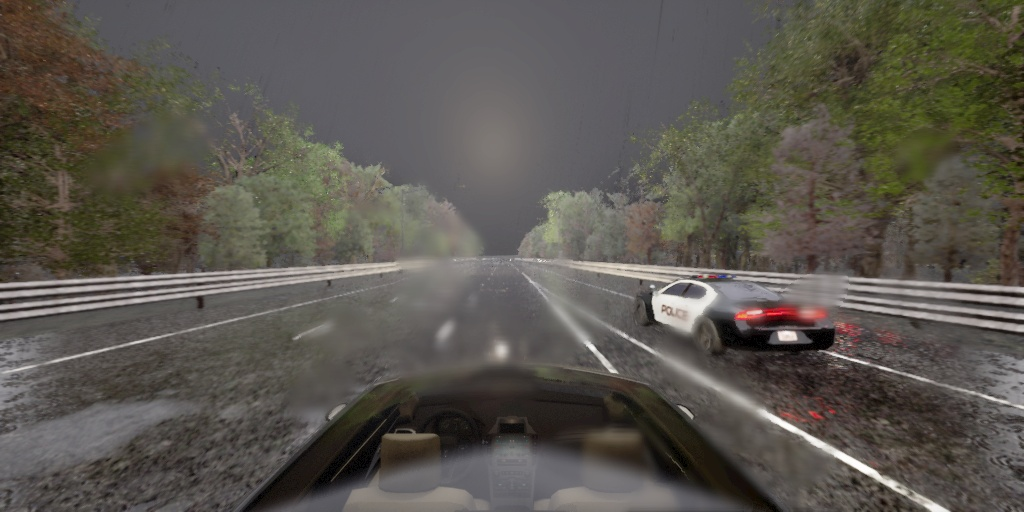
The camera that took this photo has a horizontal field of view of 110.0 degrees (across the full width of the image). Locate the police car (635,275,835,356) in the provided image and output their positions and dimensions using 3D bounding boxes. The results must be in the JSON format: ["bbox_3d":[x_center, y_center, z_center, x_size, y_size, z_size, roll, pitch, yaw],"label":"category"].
[{"bbox_3d":[4.706,1.241,8.771,2.038,1.542,4.974,0,0,-4],"label":"police car"}]
